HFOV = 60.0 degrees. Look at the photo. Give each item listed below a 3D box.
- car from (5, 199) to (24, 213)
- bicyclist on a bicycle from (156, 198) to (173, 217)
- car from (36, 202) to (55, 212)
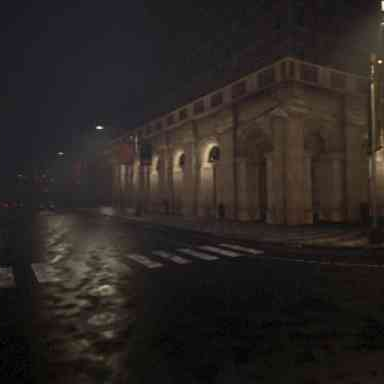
[{"bbox_3d":[-23.056,1.738,43.158,2.097,1.767,4.553,-1,0,-29],"label":"car"},{"bbox_3d":[-2.408,1.367,28.936,1.656,1.620,0.582,-1,0,-30],"label":"bicyclist on a bicycle"},{"bbox_3d":[-19.648,1.938,44.406,1.895,1.301,4.718,-1,0,-30],"label":"car"}]
